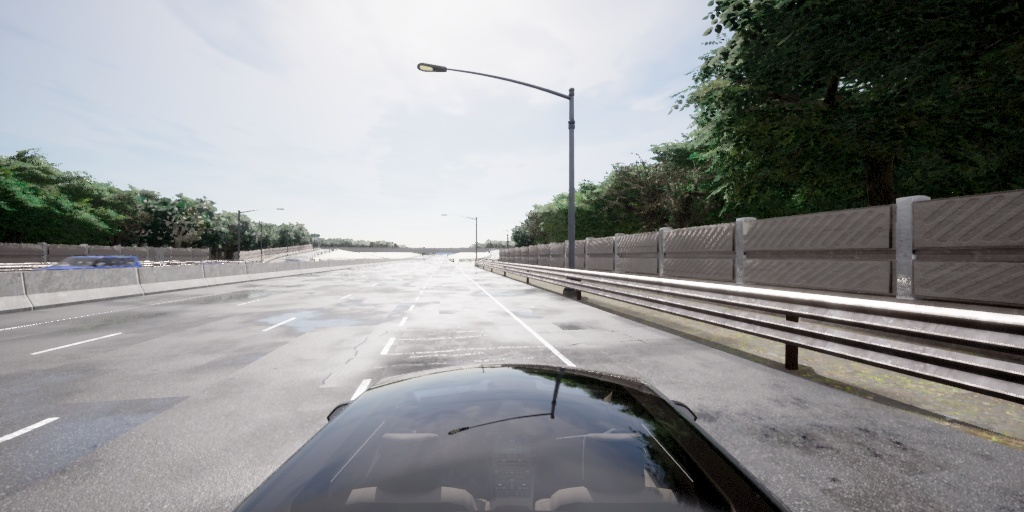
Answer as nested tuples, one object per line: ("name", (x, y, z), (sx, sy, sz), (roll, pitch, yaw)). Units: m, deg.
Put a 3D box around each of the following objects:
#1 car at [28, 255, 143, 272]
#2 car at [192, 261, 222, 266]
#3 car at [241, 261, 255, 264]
("car", (-24.986, 0.977, 21.305), (2.150, 2.045, 5.566), (0, 0, -11))
("car", (-40.628, 1.356, 47.891), (1.994, 1.385, 4.181), (0, 0, -10))
("car", (-37.520, 1.396, 50.389), (1.895, 1.301, 4.718), (0, 0, -10))
